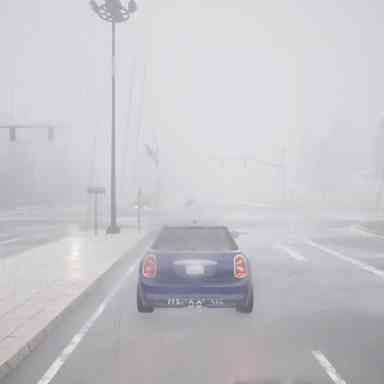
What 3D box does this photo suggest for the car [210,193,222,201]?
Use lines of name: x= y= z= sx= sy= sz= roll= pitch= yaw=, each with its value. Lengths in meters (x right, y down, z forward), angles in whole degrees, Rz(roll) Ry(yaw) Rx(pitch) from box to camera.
car: x=6.333 y=1.215 z=84.933 sx=2.150 sy=2.045 sz=5.566 roll=0 pitch=0 yaw=-1

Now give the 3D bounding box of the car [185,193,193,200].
car: x=-0.839 y=1.189 z=95.500 sx=2.150 sy=2.045 sz=5.566 roll=0 pitch=0 yaw=-1

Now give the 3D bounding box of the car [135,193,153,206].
car: x=-8.285 y=1.352 z=55.997 sx=2.097 sy=1.767 sz=4.553 roll=0 pitch=0 yaw=-1

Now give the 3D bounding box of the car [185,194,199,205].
car: x=-0.176 y=1.526 z=54.640 sx=1.812 sy=1.442 sz=4.674 roll=0 pitch=0 yaw=-1

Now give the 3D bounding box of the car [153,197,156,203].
car: x=-8.386 y=1.547 z=65.611 sx=2.033 sy=1.411 sz=5.357 roll=0 pitch=0 yaw=0

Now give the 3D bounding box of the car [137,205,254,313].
car: x=0.069 y=1.352 z=7.821 sx=2.097 sy=1.767 sz=4.553 roll=0 pitch=0 yaw=0
